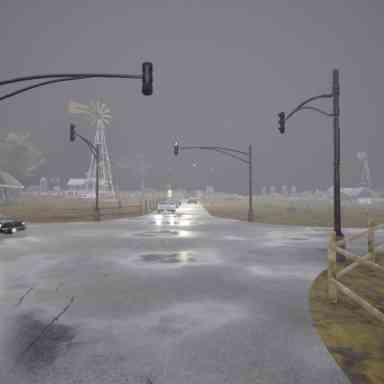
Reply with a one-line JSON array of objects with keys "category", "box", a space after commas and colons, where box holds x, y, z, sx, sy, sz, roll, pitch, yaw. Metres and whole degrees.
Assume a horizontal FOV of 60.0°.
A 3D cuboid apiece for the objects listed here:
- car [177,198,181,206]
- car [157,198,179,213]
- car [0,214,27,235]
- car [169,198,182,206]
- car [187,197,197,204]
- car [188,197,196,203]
[{"category": "car", "box": [-2.869, 1.644, 48.626, 1.837, 1.490, 4.892, 0, 0, 0]}, {"category": "car", "box": [-2.873, 1.691, 38.243, 1.895, 1.301, 4.718, 0, 0, 0]}, {"category": "car", "box": [-10.718, 1.367, 15.976, 5.357, 1.411, 2.033, 0, -2, 14]}, {"category": "car", "box": [-2.854, 1.746, 59.191, 2.033, 1.411, 5.357, 0, 0, 0]}, {"category": "car", "box": [0.043, 1.788, 69.197, 1.812, 1.442, 4.674, 0, 0, 0]}, {"category": "car", "box": [-0.056, 1.860, 79.208, 1.812, 1.442, 4.674, 0, 0, 0]}]
